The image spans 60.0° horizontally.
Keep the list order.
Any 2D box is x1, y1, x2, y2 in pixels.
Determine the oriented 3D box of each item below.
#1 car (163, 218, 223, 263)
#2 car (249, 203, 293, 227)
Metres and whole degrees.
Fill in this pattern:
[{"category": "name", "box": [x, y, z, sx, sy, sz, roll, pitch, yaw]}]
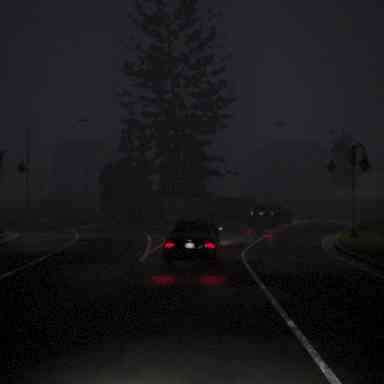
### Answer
[{"category": "car", "box": [0.138, 1.680, 12.477, 2.033, 1.411, 5.357, 0, -1, 5]}, {"category": "car", "box": [6.205, 1.622, 25.793, 2.097, 1.767, 4.553, 0, -1, 34]}]
